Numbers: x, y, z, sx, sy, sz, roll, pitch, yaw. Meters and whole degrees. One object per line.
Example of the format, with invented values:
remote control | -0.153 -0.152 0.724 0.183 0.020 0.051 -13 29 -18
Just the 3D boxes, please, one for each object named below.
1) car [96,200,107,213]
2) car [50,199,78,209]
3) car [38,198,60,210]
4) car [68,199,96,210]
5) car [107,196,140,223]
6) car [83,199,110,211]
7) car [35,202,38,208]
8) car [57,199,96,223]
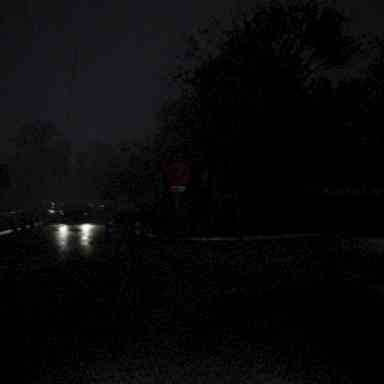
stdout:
car | -10.370 1.770 41.387 2.231 1.521 4.892 1 -1 -27
car | -21.005 1.921 54.529 5.008 1.535 2.097 0 0 40
car | -20.489 1.723 49.193 2.097 1.767 4.553 0 -1 -43
car | -16.839 1.843 50.670 2.231 1.521 4.892 0 -1 -44
car | -6.217 1.389 30.740 2.435 2.045 5.566 1 -1 -16
car | -13.368 1.814 46.282 2.097 1.535 5.008 0 -1 -35
car | -25.473 2.044 58.320 4.892 1.521 2.231 -3 -1 34
car | -8.878 1.517 25.909 1.882 1.535 5.008 1 -1 -12
